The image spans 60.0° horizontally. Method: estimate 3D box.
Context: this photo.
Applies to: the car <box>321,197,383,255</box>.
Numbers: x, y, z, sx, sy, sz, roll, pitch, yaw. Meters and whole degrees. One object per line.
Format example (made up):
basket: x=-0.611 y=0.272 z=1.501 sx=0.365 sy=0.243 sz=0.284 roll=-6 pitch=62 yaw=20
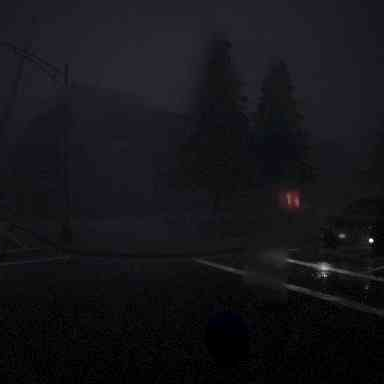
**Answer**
car: x=7.682 y=1.248 z=13.754 sx=5.566 sy=2.045 sz=2.150 roll=0 pitch=0 yaw=-37
